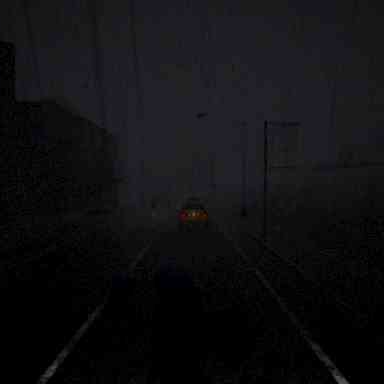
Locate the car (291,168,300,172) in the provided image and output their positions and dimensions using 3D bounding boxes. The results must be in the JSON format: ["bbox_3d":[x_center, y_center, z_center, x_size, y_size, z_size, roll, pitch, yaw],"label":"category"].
[{"bbox_3d":[22.179,-4.376,67.010,2.002,1.452,4.674,0,1,-2],"label":"car"}]

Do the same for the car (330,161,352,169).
[{"bbox_3d":[23.599,-3.943,50.278,2.163,1.488,4.792,0,2,-6],"label":"car"}]

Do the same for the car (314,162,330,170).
[{"bbox_3d":[22.986,-4.249,55.967,2.185,1.767,4.553,0,2,-5],"label":"car"}]

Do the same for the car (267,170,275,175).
[{"bbox_3d":[21.607,-5.025,89.002,2.185,1.767,4.553,0,1,-1],"label":"car"}]

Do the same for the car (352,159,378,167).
[{"bbox_3d":[24.294,-3.788,44.804,2.002,1.452,4.674,0,2,-7],"label":"car"}]

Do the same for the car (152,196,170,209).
[{"bbox_3d":[-3.543,1.168,38.622,2.128,1.511,4.902,0,0,0],"label":"car"}]

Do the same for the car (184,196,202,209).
[{"bbox_3d":[0.109,1.216,39.757,2.033,1.411,5.357,0,0,1],"label":"car"}]

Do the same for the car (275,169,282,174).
[{"bbox_3d":[21.832,-4.680,78.068,2.231,1.521,4.892,0,1,-1],"label":"car"}]

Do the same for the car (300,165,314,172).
[{"bbox_3d":[22.525,-4.269,61.473,2.097,1.535,5.008,0,2,-4],"label":"car"}]

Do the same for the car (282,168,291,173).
[{"bbox_3d":[21.953,-4.557,72.551,2.231,1.521,4.892,0,1,-1],"label":"car"}]

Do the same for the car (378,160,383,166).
[{"bbox_3d":[25.092,-3.683,39.443,2.231,1.521,4.892,0,2,-8],"label":"car"}]

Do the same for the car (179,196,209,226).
[{"bbox_3d":[0.118,1.272,21.755,1.801,1.575,5.366,0,0,0],"label":"car"}]
